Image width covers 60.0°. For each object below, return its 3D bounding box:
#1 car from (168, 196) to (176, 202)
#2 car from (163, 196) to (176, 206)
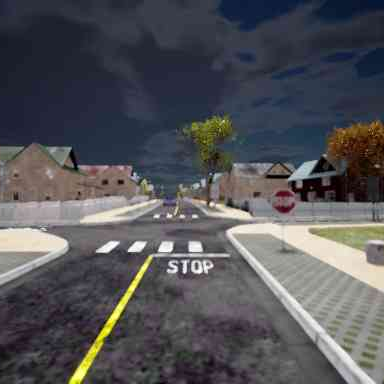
[{"bbox_3d":[-5.028,1.801,83.148,1.812,1.442,4.674,0,-1,-3],"label":"car"},{"bbox_3d":[-3.812,1.459,56.843,2.097,1.767,4.553,0,-1,-2],"label":"car"}]
